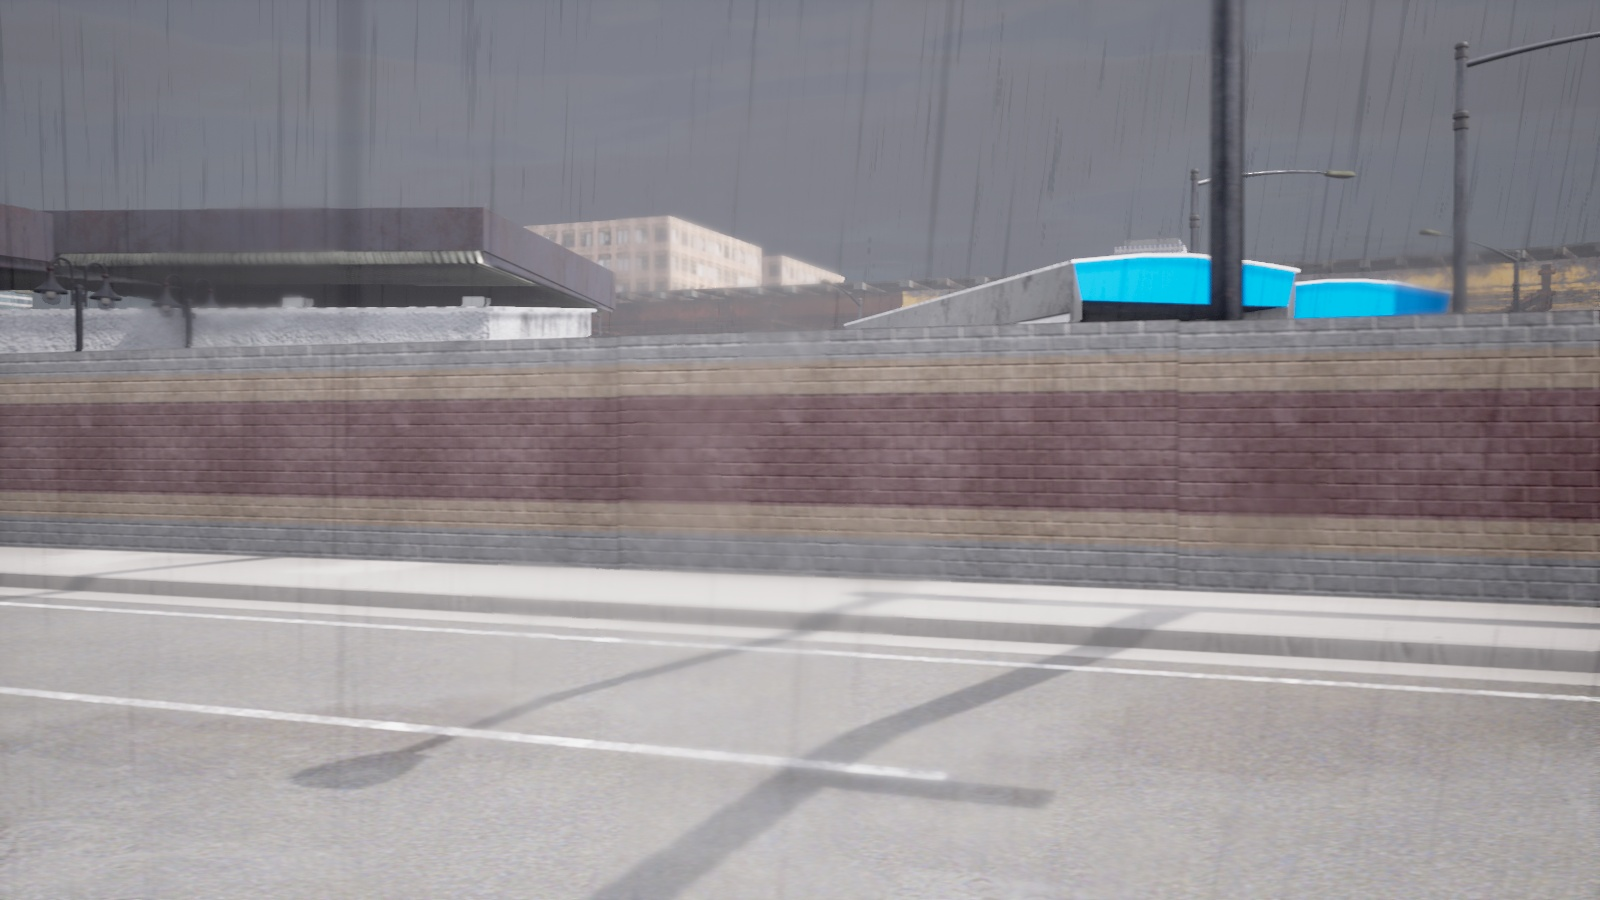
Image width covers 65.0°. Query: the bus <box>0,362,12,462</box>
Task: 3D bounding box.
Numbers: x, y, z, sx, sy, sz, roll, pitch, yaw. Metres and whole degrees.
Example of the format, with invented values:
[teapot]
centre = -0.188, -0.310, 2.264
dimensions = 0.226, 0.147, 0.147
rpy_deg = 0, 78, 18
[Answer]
[bus]
centre = -37.639, -1.589, 50.073
dimensions = 3.944, 4.253, 10.273
rpy_deg = 1, 1, 20
